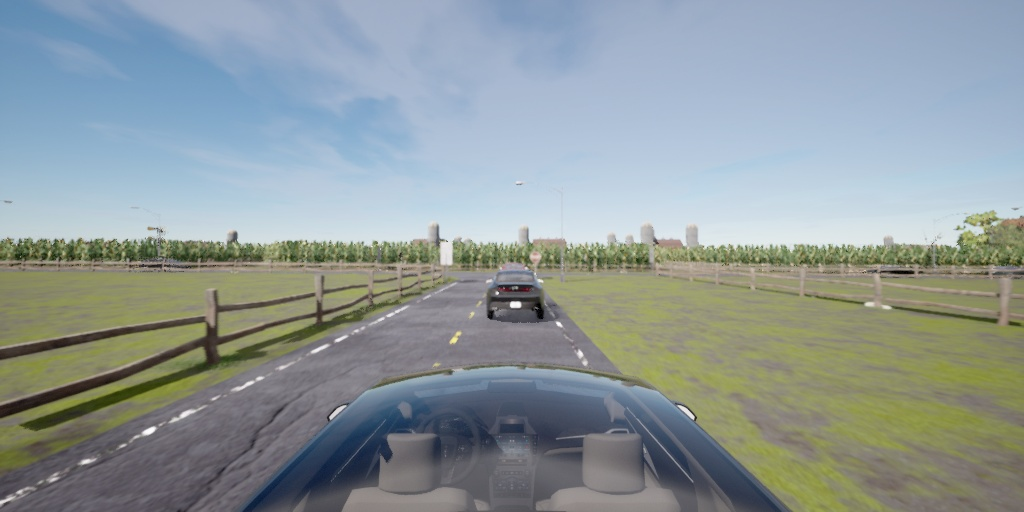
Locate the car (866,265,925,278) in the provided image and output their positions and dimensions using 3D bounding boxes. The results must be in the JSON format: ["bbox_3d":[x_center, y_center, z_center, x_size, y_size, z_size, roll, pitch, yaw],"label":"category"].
[{"bbox_3d":[41.932,1.685,39.240,4.718,1.301,1.895,0,-1,1],"label":"car"}]

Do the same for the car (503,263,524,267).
[{"bbox_3d":[0.108,1.229,25.823,1.882,1.535,5.008,0,0,0],"label":"car"}]

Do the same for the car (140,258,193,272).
[{"bbox_3d":[-38.171,0.984,39.653,4.892,1.490,1.837,0,-1,1],"label":"car"}]

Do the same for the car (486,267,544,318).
[{"bbox_3d":[0.105,1.252,12.937,1.837,1.490,4.892,0,-1,0],"label":"car"}]
